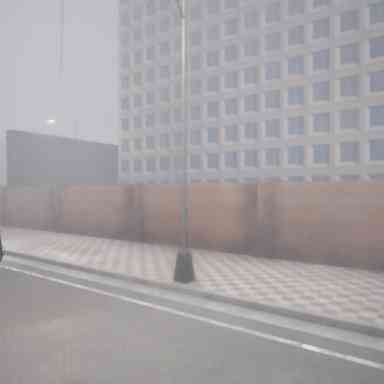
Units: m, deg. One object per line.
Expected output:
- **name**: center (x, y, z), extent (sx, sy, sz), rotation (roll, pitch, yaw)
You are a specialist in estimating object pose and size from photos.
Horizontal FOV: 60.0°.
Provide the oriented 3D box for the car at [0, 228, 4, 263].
- **car**: center (-7.386, 1.225, 9.202), extent (5.566, 2.045, 2.150), rotation (0, 0, 36)
